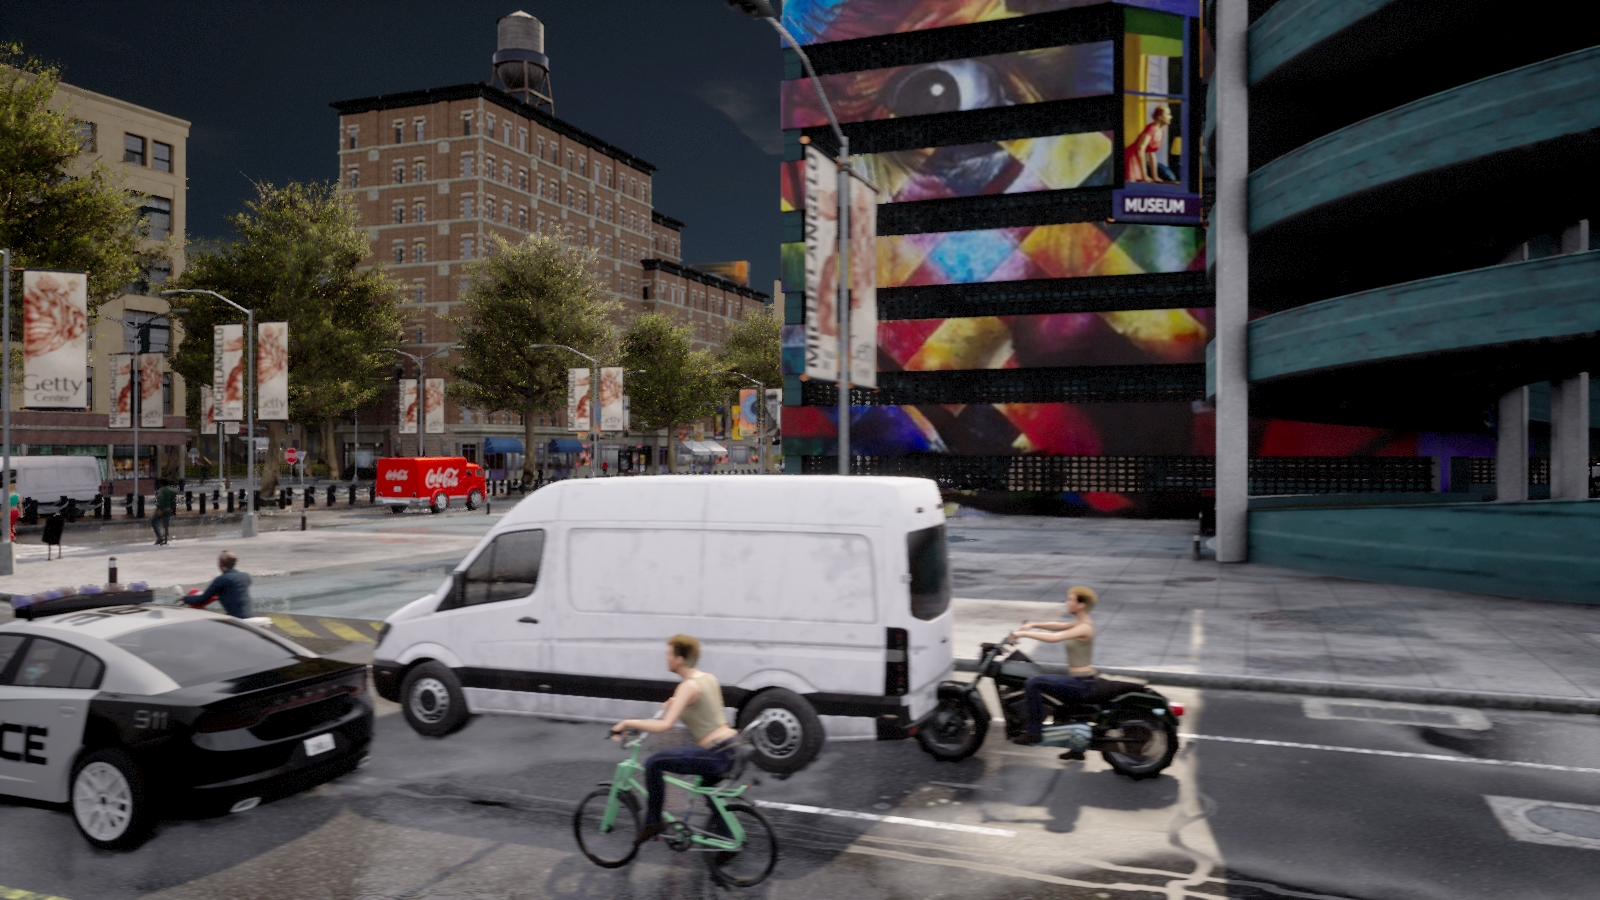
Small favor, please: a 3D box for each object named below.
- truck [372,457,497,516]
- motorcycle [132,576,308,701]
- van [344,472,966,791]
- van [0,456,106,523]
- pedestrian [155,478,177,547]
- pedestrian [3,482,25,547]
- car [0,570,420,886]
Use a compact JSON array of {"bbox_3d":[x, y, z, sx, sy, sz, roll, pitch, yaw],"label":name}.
[{"bbox_3d":[-16.392,1.570,51.552,2.627,2.467,5.204,0,0,22],"label":"truck"},{"bbox_3d":[-6.823,2.182,13.448,1.805,1.236,0.856,0,0,21],"label":"motorcycle"},{"bbox_3d":[-1.479,1.535,11.414,5.915,2.561,1.988,0,0,21],"label":"van"},{"bbox_3d":[-31.055,1.532,45.414,1.988,2.561,5.915,0,0,21],"label":"van"},{"bbox_3d":[-17.378,1.695,31.315,0.375,1.860,0.375,0,0,21],"label":"pedestrian"},{"bbox_3d":[-22.663,1.847,32.927,0.375,1.860,0.375,0,0,23],"label":"pedestrian"},{"bbox_3d":[-5.916,1.982,9.252,5.238,1.638,2.097,0,0,21],"label":"car"}]
